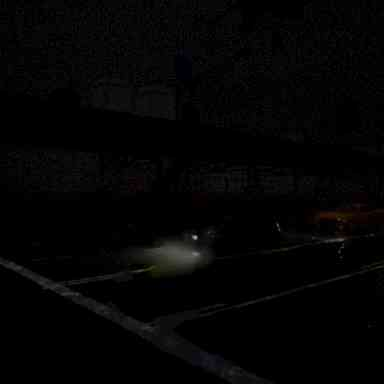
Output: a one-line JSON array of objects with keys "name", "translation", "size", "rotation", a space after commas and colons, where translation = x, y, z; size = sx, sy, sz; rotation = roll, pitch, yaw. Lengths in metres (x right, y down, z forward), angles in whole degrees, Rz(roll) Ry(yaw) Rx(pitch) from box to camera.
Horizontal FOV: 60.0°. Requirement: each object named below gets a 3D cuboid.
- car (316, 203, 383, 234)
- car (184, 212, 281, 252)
[{"name": "car", "translation": [9.163, 1.397, 19.045], "size": [5.008, 1.535, 1.882], "rotation": [-1, 0, -35]}, {"name": "car", "translation": [1.748, 1.538, 13.818], "size": [4.181, 1.385, 1.994], "rotation": [0, 0, -35]}]
